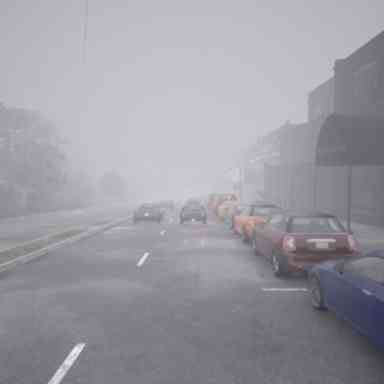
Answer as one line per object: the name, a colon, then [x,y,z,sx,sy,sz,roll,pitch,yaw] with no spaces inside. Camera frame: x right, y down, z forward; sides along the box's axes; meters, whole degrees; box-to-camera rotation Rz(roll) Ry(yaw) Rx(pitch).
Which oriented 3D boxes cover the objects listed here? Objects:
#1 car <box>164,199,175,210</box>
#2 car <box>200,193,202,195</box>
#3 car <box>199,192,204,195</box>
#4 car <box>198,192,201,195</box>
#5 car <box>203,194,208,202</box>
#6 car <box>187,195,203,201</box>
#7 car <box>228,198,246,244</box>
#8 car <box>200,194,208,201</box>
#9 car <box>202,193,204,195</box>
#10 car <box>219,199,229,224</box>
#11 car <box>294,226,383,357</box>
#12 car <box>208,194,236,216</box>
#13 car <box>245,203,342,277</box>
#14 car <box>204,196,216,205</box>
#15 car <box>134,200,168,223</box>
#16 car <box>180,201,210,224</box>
car: [-3.161,1.571,41.675,1.895,1.301,4.718,0,0,0]
car: [3.207,1.435,65.529,2.231,1.521,4.892,0,0,0]
car: [3.203,1.423,76.771,1.946,1.575,5.366,0,0,0]
car: [3.204,1.297,82.080,2.185,1.767,4.553,0,0,0]
car: [3.212,1.320,49.054,2.185,1.767,4.553,0,0,0]
car: [0.088,1.476,41.362,1.837,1.490,4.892,0,0,0]
car: [3.221,1.343,15.903,2.185,1.767,4.553,0,0,0]
car: [3.201,1.415,87.823,1.946,1.575,5.366,0,0,0]
car: [3.210,1.316,54.579,2.185,1.767,4.553,0,0,0]
car: [3.220,1.466,21.453,2.231,1.521,4.892,0,0,0]
car: [3.224,1.517,4.756,2.002,1.452,4.674,0,0,0]
car: [3.216,1.206,32.413,2.435,2.045,5.566,0,0,0]
car: [3.222,1.347,10.377,2.185,1.767,4.553,0,0,0]
car: [3.209,1.478,60.008,2.002,1.452,4.674,0,0,0]
car: [-3.156,1.546,25.159,1.994,1.385,4.181,0,0,0]
car: [0.093,1.583,24.600,1.895,1.301,4.718,0,0,0]
